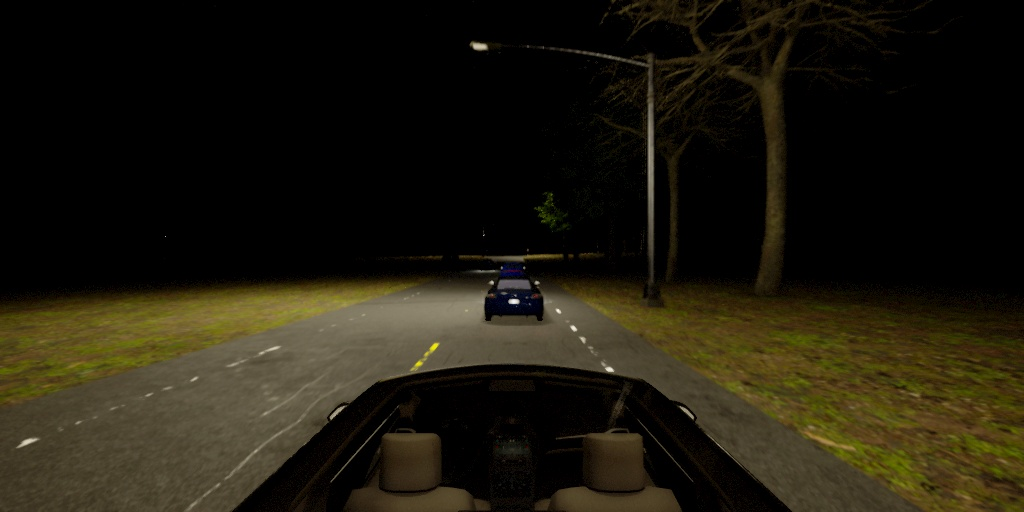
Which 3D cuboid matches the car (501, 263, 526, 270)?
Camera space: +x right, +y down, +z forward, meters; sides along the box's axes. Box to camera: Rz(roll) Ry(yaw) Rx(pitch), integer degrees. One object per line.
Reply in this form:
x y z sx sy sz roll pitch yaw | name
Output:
0.085 1.319 29.107 1.882 1.535 5.008 0 0 0 | car

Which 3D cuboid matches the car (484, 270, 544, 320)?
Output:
0.075 1.392 13.085 1.994 1.385 4.181 0 0 0 | car

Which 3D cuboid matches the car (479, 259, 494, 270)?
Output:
-3.558 1.190 51.323 1.882 1.535 5.008 0 0 0 | car
